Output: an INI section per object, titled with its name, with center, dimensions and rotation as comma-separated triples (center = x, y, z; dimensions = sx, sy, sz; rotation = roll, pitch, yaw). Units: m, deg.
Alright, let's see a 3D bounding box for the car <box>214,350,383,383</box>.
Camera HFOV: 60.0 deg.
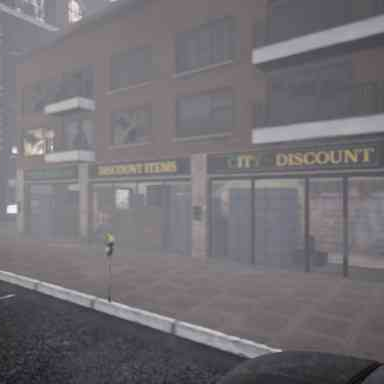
[car]
center = 1.945, 1.551, 1.489
dimensions = 4.403, 1.369, 2.008
rotation = 0, 0, 35
